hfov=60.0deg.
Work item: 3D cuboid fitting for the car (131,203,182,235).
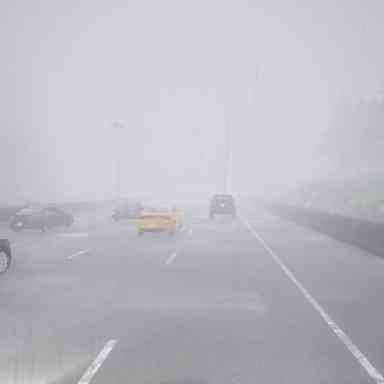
[{"bbox_3d":[-1.718,1.459,18.696,1.882,1.535,5.008,0,0,5],"label":"car"}]

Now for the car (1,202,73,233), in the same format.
[{"bbox_3d":[-8.681,1.508,19.446,1.812,1.442,4.674,0,0,5],"label":"car"}]

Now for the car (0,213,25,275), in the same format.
[{"bbox_3d":[-6.157,1.471,7.412,1.882,1.535,5.008,0,0,5],"label":"car"}]

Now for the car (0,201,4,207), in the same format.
[{"bbox_3d":[-21.608,1.533,35.446,1.994,1.385,4.181,0,0,5],"label":"car"}]

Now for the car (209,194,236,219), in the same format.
[{"bbox_3d":[2.651,1.192,29.128,2.150,2.045,5.566,0,0,5],"label":"car"}]

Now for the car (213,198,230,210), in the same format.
[{"bbox_3d":[3.731,1.520,42.255,1.994,1.385,4.181,0,0,4],"label":"car"}]

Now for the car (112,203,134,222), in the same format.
[{"bbox_3d":[-4.642,1.522,25.861,2.033,1.411,5.357,0,0,5],"label":"car"}]

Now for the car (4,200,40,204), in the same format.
[{"bbox_3d":[-18.002,1.568,36.589,1.895,1.301,4.718,0,0,5],"label":"car"}]
